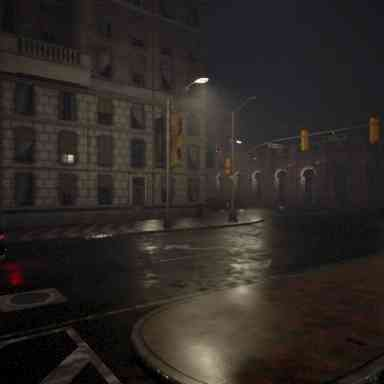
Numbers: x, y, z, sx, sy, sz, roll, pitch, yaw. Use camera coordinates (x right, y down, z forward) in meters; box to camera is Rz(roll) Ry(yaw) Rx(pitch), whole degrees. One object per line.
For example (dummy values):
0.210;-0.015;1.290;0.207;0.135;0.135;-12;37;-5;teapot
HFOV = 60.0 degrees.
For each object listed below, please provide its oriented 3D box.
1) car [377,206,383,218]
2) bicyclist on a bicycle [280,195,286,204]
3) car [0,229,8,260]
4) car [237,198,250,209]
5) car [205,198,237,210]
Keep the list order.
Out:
18.284;1.564;28.450;1.994;1.385;4.181;0;0;-42;car
15.490;1.301;56.467;1.656;1.620;0.582;0;0;-36;bicyclist on a bicycle
-7.486;1.491;8.477;4.902;1.511;2.128;0;0;-35;car
5.752;1.526;45.238;1.812;1.442;4.674;0;0;-36;car
3.008;1.492;43.057;2.128;1.511;4.902;0;0;-36;car
